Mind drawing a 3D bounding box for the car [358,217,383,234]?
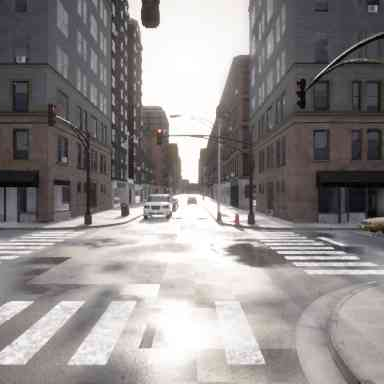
[{"bbox_3d":[11.606,1.555,17.912,4.829,1.417,1.752,0,0,0],"label":"car"}]

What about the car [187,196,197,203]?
[{"bbox_3d":[-0.006,1.571,70.069,1.895,1.301,4.718,0,0,0],"label":"car"}]

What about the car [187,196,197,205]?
[{"bbox_3d":[0.003,1.527,59.694,2.033,1.411,5.357,0,0,0],"label":"car"}]

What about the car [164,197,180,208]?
[{"bbox_3d":[-2.919,1.534,49.754,2.033,1.411,5.357,0,0,0],"label":"car"}]

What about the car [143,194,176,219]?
[{"bbox_3d":[-2.894,1.218,29.207,2.150,2.045,5.566,0,0,0],"label":"car"}]

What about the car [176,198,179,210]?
[{"bbox_3d":[-2.904,1.345,39.472,2.097,1.767,4.553,0,0,0],"label":"car"}]
